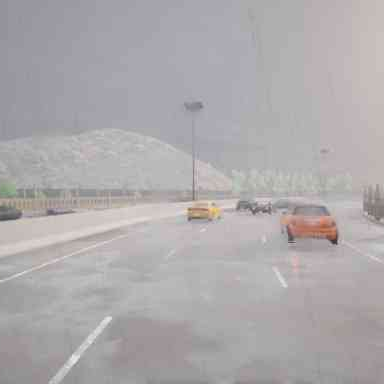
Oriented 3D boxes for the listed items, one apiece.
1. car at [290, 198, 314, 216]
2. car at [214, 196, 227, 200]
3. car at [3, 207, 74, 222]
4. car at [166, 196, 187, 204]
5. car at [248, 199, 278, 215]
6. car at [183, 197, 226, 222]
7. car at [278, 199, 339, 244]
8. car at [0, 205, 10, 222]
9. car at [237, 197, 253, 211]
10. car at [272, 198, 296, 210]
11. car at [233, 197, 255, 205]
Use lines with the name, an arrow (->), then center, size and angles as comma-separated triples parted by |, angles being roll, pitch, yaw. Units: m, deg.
car -> 11.421, 1.474, 34.214 | 1.882, 1.535, 5.008 | 0, 0, 24
car -> 4.296, 1.472, 57.430 | 1.882, 1.535, 5.008 | 0, 0, 35
car -> -8.303, 1.599, 19.441 | 1.895, 1.301, 4.718 | 0, 0, 12
car -> -2.222, 1.500, 53.704 | 1.837, 1.490, 4.892 | 0, 0, 31
car -> 7.411, 1.598, 33.777 | 1.895, 1.301, 4.718 | 0, 0, 23
car -> 1.090, 1.475, 26.709 | 1.882, 1.535, 5.008 | 0, 0, 17
car -> 5.532, 1.350, 16.098 | 2.097, 1.767, 4.553 | 0, 0, 11
car -> -11.905, 1.504, 19.106 | 1.837, 1.490, 4.892 | 0, 0, 12
car -> 6.942, 1.500, 40.961 | 1.837, 1.490, 4.892 | 0, 0, 26
car -> 11.946, 1.559, 42.939 | 1.994, 1.385, 4.181 | 0, 0, 29
car -> 9.089, 1.558, 58.111 | 1.994, 1.385, 4.181 | 0, 0, 36
